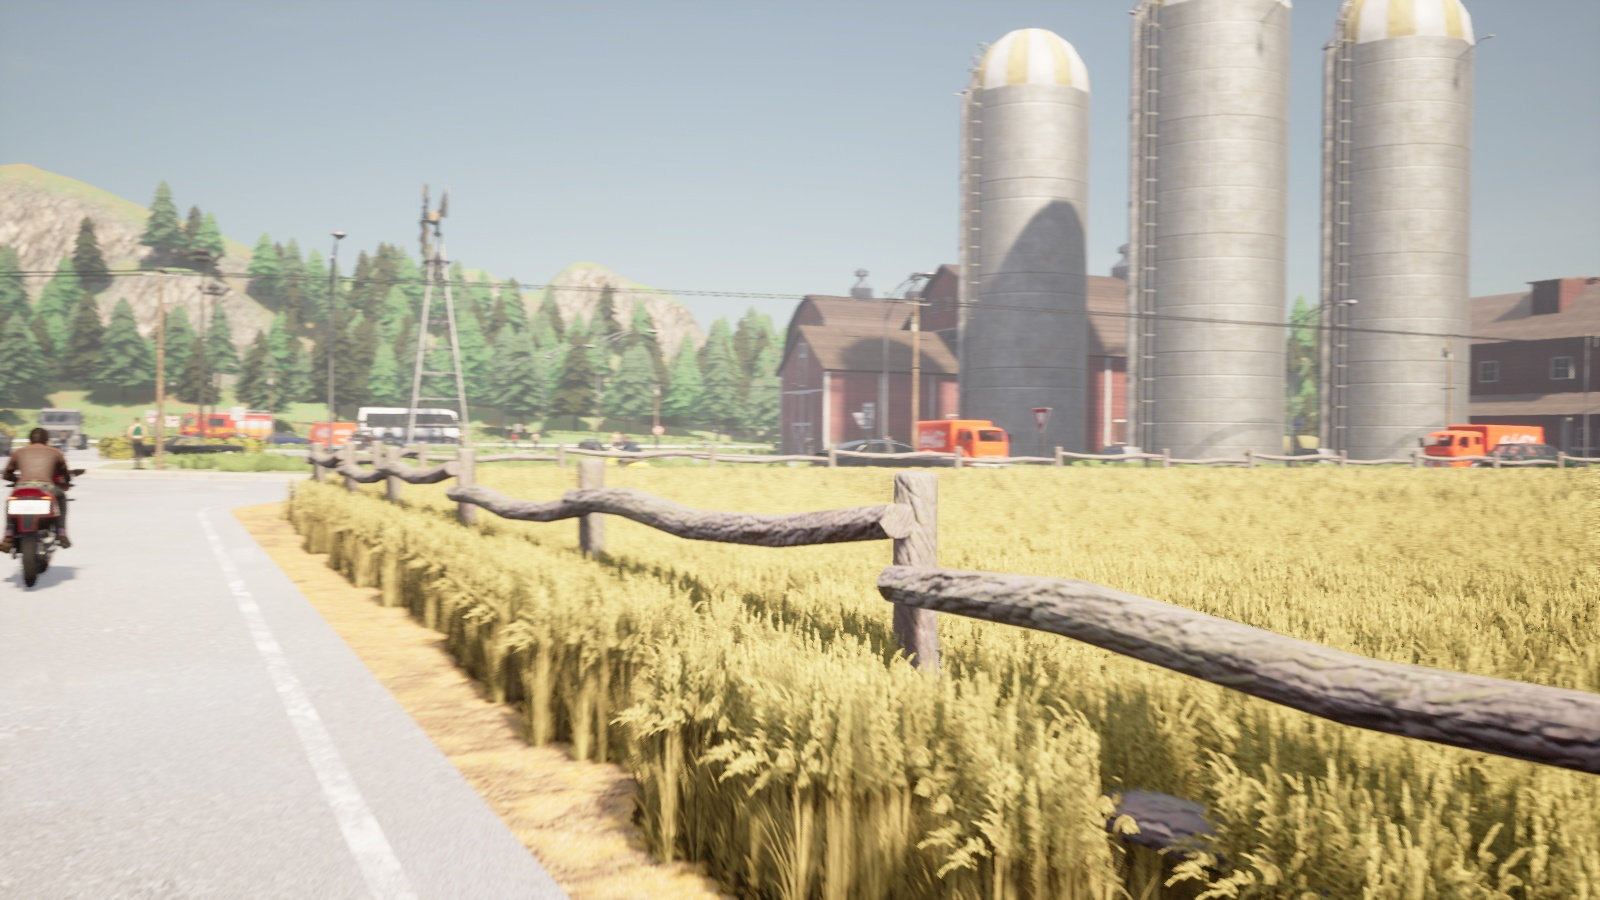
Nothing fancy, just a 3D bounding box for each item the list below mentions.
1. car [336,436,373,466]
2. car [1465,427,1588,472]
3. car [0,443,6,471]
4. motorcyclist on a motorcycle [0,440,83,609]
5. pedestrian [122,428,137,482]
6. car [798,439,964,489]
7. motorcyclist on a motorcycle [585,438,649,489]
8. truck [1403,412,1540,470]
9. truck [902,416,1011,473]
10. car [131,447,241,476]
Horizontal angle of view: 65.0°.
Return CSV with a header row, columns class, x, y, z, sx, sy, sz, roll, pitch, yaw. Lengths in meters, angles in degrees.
class,x,y,z,sx,sy,sz,roll,pitch,yaw
car,-30.193,0.074,85.110,1.932,1.855,4.605,-1,-1,-25
car,29.948,-0.033,51.762,4.553,1.767,2.097,-1,0,-24
car,-47.021,0.419,71.786,2.033,1.649,4.856,-1,1,-24
motorcyclist on a motorcycle,-7.551,0.670,12.324,0.797,1.523,2.044,-1,1,-27
pedestrian,-22.964,0.160,42.990,0.345,1.836,0.594,-1,1,-38
car,2.565,0.404,39.530,4.892,1.490,1.837,-1,0,-24
motorcyclist on a motorcycle,-5.761,0.410,39.627,1.817,1.590,0.866,-1,0,-24
truck,29.620,-0.404,55.413,5.204,2.467,2.627,-1,0,-23
truck,7.160,-0.267,57.942,2.627,2.467,5.204,-1,1,-25
car,-30.474,0.549,62.368,4.718,1.301,1.895,-1,1,-33
